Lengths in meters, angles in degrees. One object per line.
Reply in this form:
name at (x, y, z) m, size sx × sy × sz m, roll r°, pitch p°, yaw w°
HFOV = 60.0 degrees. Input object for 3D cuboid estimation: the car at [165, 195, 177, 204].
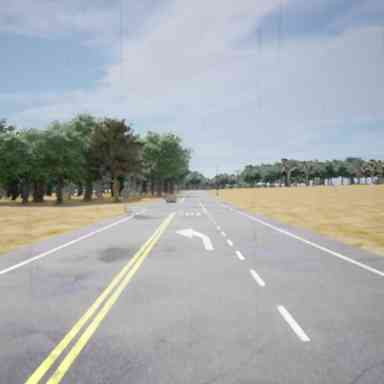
car at (-3.794, 1.272, 59.860) m, size 1.837 × 1.490 × 4.892 m, roll 0°, pitch 1°, yaw 0°
